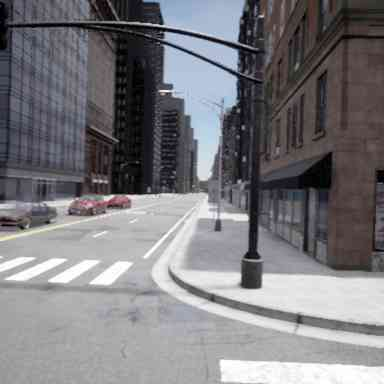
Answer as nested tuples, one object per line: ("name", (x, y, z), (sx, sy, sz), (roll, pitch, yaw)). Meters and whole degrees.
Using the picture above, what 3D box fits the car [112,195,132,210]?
("car", (-8.345, 1.162, 38.691), (1.882, 1.535, 5.008), (2, 0, 3))

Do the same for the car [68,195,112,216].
("car", (-8.865, 1.031, 28.631), (2.097, 1.767, 4.553), (2, 0, 3))

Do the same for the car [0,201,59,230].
("car", (-9.412, 1.220, 18.854), (2.033, 1.411, 5.357), (2, 0, 0))
